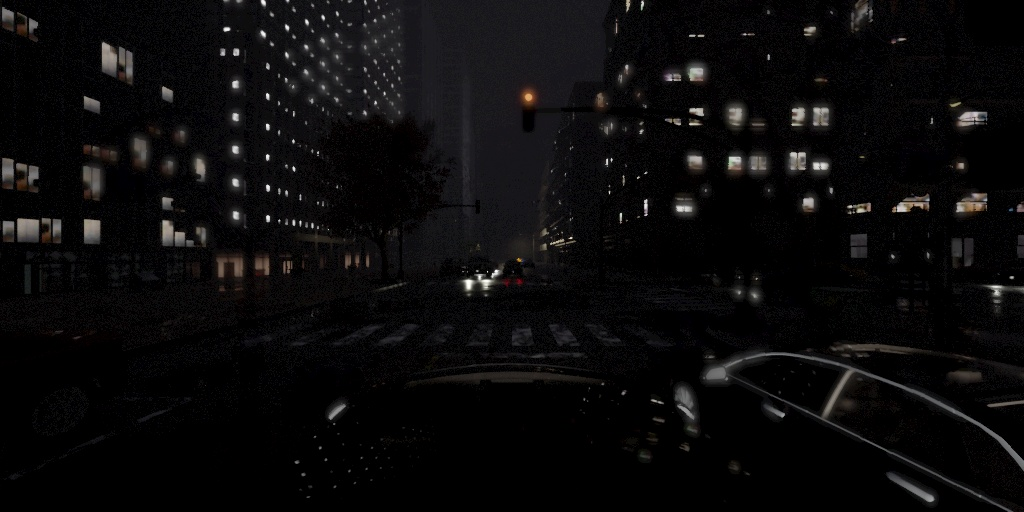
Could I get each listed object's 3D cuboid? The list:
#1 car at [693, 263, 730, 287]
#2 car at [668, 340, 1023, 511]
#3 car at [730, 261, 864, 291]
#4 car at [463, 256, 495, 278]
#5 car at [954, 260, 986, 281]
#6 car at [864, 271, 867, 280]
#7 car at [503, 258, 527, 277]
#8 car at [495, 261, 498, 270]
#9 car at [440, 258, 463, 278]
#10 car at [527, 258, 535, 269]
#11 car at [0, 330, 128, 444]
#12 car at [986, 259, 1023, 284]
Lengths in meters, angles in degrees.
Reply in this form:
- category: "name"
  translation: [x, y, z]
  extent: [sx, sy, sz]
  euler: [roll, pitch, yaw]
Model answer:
- category: "car"
  translation: [13.445, 1.095, 21.981]
  extent: [4.403, 1.370, 2.007]
  euler: [0, 0, -1]
- category: "car"
  translation: [2.689, 1.300, 2.571]
  extent: [2.007, 1.370, 4.403]
  euler: [0, 0, 0]
- category: "car"
  translation: [15.263, 1.068, 19.410]
  extent: [5.357, 1.411, 2.033]
  euler: [-1, 0, -1]
- category: "car"
  translation: [-3.083, 0.986, 34.588]
  extent: [2.150, 2.045, 5.566]
  euler: [0, 0, 0]
- category: "car"
  translation: [30.147, 0.859, 22.141]
  extent: [4.507, 1.381, 1.888]
  euler: [0, 0, -1]
- category: "car"
  translation: [18.842, 0.993, 22.033]
  extent: [4.829, 1.417, 1.751]
  euler: [0, 0, -1]
- category: "car"
  translation: [0.103, 1.258, 36.045]
  extent: [2.128, 1.511, 4.902]
  euler: [0, 0, 0]
- category: "car"
  translation: [-3.078, 1.298, 44.469]
  extent: [1.812, 1.442, 4.674]
  euler: [0, 0, 0]
- category: "car"
  translation: [-5.674, 1.079, 34.963]
  extent: [2.192, 1.841, 5.009]
  euler: [0, 0, 0]
- category: "car"
  translation: [2.719, 1.350, 57.049]
  extent: [1.948, 1.339, 4.313]
  euler: [0, 0, 0]
- category: "car"
  translation: [-5.691, 1.295, 2.575]
  extent: [1.888, 1.381, 4.507]
  euler: [0, 0, 0]
- category: "car"
  translation: [29.623, 0.820, 19.542]
  extent: [4.892, 1.490, 1.837]
  euler: [-3, 0, -1]
